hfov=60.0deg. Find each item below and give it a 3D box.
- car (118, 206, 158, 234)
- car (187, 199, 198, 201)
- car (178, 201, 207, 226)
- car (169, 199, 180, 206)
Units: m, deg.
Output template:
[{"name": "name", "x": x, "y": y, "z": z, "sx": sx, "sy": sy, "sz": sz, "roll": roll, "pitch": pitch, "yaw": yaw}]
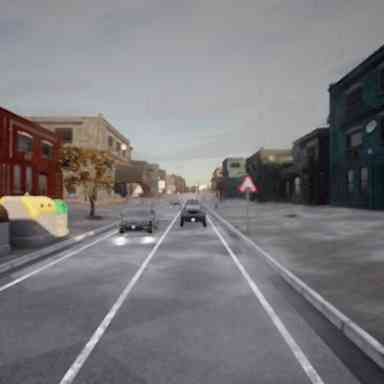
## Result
[{"name": "car", "x": -3.110, "y": 1.629, "z": 20.052, "sx": 1.837, "sy": 1.490, "sz": 4.892, "roll": 0, "pitch": 0, "yaw": 0}, {"name": "car", "x": 0.048, "y": 1.698, "z": 45.176, "sx": 2.033, "sy": 1.649, "sz": 4.856, "roll": 0, "pitch": 0, "yaw": 0}, {"name": "car", "x": 0.081, "y": 1.663, "z": 25.136, "sx": 1.837, "sy": 1.490, "sz": 4.892, "roll": 0, "pitch": 0, "yaw": 0}, {"name": "car", "x": -3.085, "y": 1.878, "z": 60.464, "sx": 1.994, "sy": 1.385, "sz": 4.181, "roll": 0, "pitch": 0, "yaw": 1}]
